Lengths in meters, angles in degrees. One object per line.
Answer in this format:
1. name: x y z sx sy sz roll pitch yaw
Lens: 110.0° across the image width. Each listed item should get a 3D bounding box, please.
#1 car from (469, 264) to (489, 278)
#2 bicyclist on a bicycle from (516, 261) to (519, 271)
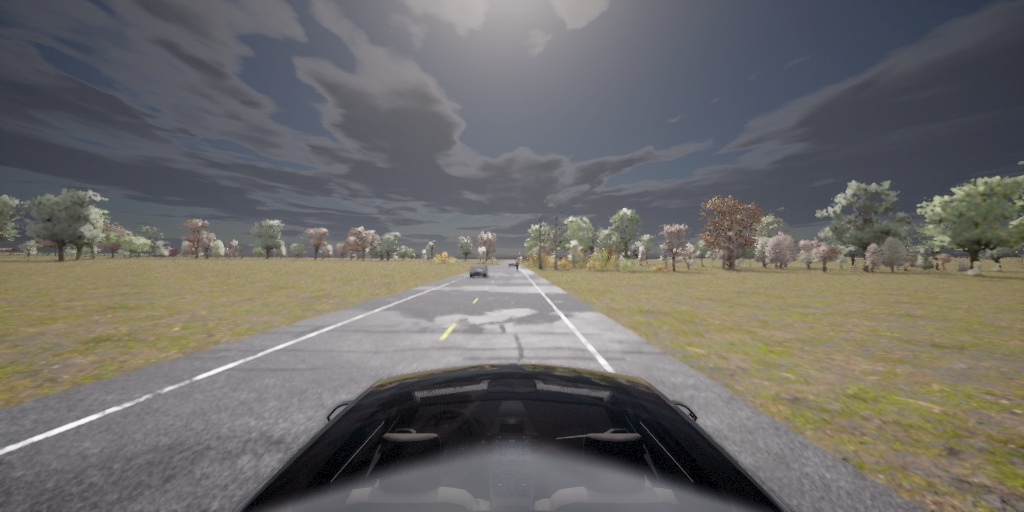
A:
1. car: -3.569 1.605 39.337 1.837 1.490 4.892 0 0 0
2. bicyclist on a bicycle: 0.988 1.760 61.011 0.582 1.620 1.656 0 -1 0
